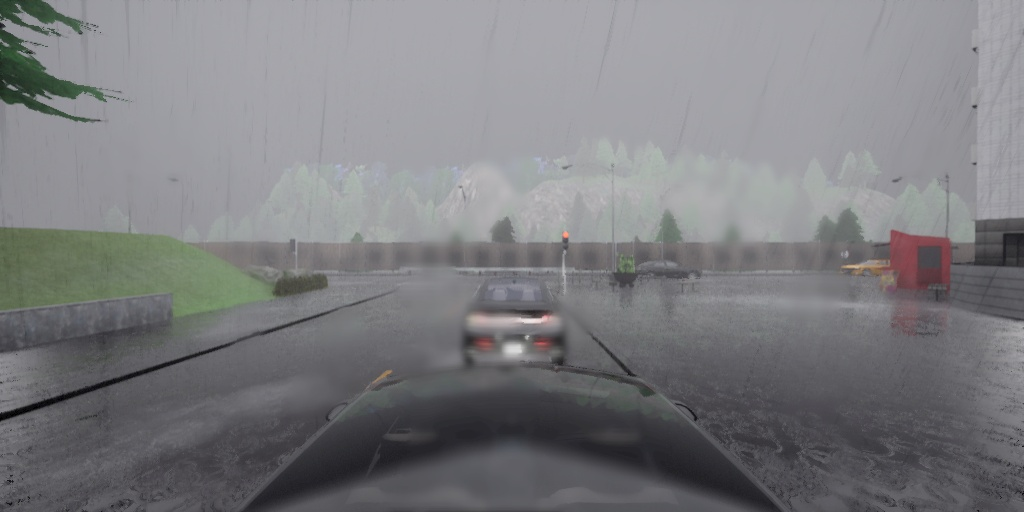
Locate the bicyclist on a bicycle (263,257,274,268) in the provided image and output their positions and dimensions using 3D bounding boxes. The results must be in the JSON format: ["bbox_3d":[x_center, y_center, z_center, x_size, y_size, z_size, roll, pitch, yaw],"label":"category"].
[{"bbox_3d":[-24.027,0.903,35.396,0.582,1.620,1.656,0,1,0],"label":"bicyclist on a bicycle"}]

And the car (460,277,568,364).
[{"bbox_3d":[0.053,1.205,7.921,2.128,1.511,4.902,0,0,0],"label":"car"}]

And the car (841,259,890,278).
[{"bbox_3d":[31.622,1.055,31.219,5.008,1.535,1.882,0,0,0],"label":"car"}]

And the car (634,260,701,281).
[{"bbox_3d":[11.588,1.079,27.102,5.008,1.535,1.882,0,0,0],"label":"car"}]
